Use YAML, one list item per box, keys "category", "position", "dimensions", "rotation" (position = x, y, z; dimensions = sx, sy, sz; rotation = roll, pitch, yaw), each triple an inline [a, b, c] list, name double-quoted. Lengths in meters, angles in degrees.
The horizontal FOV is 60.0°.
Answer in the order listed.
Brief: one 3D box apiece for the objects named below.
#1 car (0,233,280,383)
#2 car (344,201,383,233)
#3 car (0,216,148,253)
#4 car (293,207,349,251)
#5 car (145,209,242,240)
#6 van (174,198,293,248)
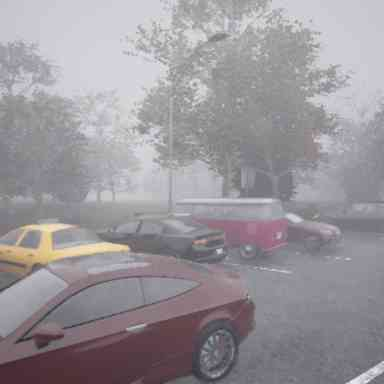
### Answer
- category: "car"
  position: [-1.269, 1.518, 3.859]
  dimensions: [4.674, 1.442, 1.812]
  rotation: [0, 0, -35]
- category: "car"
  position: [8.515, 1.235, 16.953]
  dimensions: [4.553, 1.767, 2.185]
  rotation: [-1, 0, 36]
- category: "car"
  position: [-3.882, 1.474, 8.633]
  dimensions: [5.366, 1.575, 1.946]
  rotation: [-1, 0, 34]
- category: "car"
  position: [3.584, 1.451, 13.625]
  dimensions: [4.674, 1.452, 2.002]
  rotation: [-1, -1, 35]
- category: "car"
  position: [-1.296, 1.454, 10.229]
  dimensions: [5.008, 1.535, 2.097]
  rotation: [-1, 0, 35]
- category: "van"
  position: [1.038, 1.210, 11.998]
  dimensions: [4.442, 1.987, 1.878]
  rotation: [-1, 0, 35]
